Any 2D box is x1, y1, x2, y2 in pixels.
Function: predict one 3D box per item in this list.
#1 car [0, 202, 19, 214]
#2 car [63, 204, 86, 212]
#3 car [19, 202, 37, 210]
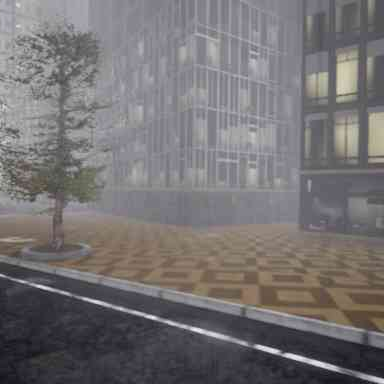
[{"bbox_3d":[-28.223,2.292,47.976,5.009,1.841,2.192,0,1,-34],"label":"car"},{"bbox_3d":[-18.868,2.561,54.379,4.507,1.381,1.887,0,1,-34],"label":"car"},{"bbox_3d":[-27.996,2.439,57.683,4.403,1.369,2.008,0,1,-34],"label":"car"}]
